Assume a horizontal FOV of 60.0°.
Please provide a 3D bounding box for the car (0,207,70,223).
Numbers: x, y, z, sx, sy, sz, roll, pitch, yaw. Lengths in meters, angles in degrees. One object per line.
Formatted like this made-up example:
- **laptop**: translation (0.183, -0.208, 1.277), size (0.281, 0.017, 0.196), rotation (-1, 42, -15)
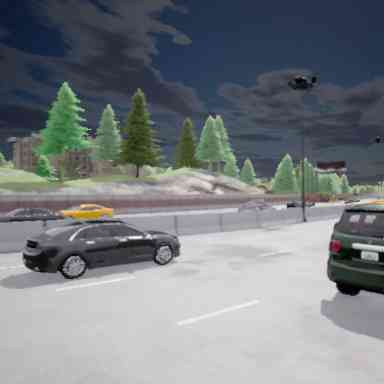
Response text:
- **car**: translation (-11.011, 1.781, 22.066), size (4.892, 1.490, 1.837), rotation (0, -1, -37)

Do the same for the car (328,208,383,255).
- **car**: translation (8.176, 1.602, 14.771), size (5.008, 1.535, 1.882), rotation (0, 0, -41)

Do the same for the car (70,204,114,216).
- **car**: translation (-9.039, 1.808, 28.036), size (5.008, 1.535, 1.882), rotation (0, -1, -39)

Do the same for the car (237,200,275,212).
- **car**: translation (6.315, 1.822, 32.487), size (4.892, 1.490, 1.837), rotation (1, -1, -45)

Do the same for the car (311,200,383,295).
- **car**: translation (5.370, 1.284, 7.827), size (5.566, 2.045, 2.150), rotation (0, -1, -39)

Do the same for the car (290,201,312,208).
- **car**: translation (17.264, 2.006, 50.455), size (2.033, 1.411, 5.357), rotation (-1, -1, 37)

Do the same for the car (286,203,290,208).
- **car**: translation (17.909, 2.128, 57.330), size (1.895, 1.301, 4.718), rotation (-1, -1, 36)

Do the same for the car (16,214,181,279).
- **car**: translation (-2.611, 1.629, 10.507), size (4.892, 1.490, 1.837), rotation (0, 0, -37)

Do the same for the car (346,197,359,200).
- **car**: translation (30.597, 1.772, 63.269), size (2.097, 1.767, 4.553), rotation (-1, -1, 35)

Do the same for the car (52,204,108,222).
- **car**: translation (-10.487, 1.896, 31.374), size (4.674, 1.442, 1.812), rotation (0, -1, -40)
